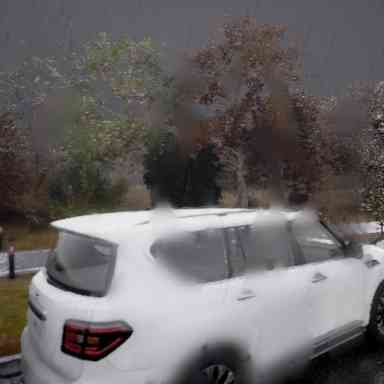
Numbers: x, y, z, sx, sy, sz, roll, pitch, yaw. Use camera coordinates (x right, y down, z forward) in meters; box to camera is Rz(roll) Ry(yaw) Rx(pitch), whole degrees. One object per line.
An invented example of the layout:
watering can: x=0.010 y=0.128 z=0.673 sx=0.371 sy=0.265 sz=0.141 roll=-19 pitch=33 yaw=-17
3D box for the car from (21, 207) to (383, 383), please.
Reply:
car: x=0.763 y=1.221 z=4.588 sx=5.566 sy=2.045 sz=2.435 roll=-1 pitch=0 yaw=-36
